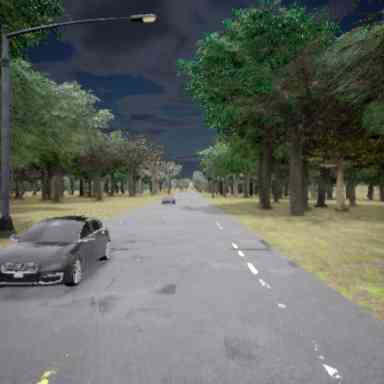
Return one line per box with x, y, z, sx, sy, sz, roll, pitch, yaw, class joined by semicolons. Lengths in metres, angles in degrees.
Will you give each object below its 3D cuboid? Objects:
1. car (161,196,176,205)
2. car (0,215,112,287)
-3.558;1.283;51.381;1.994;1.385;4.181;0;0;0;car
-3.597;1.470;9.327;1.837;1.490;4.892;0;0;0;car
